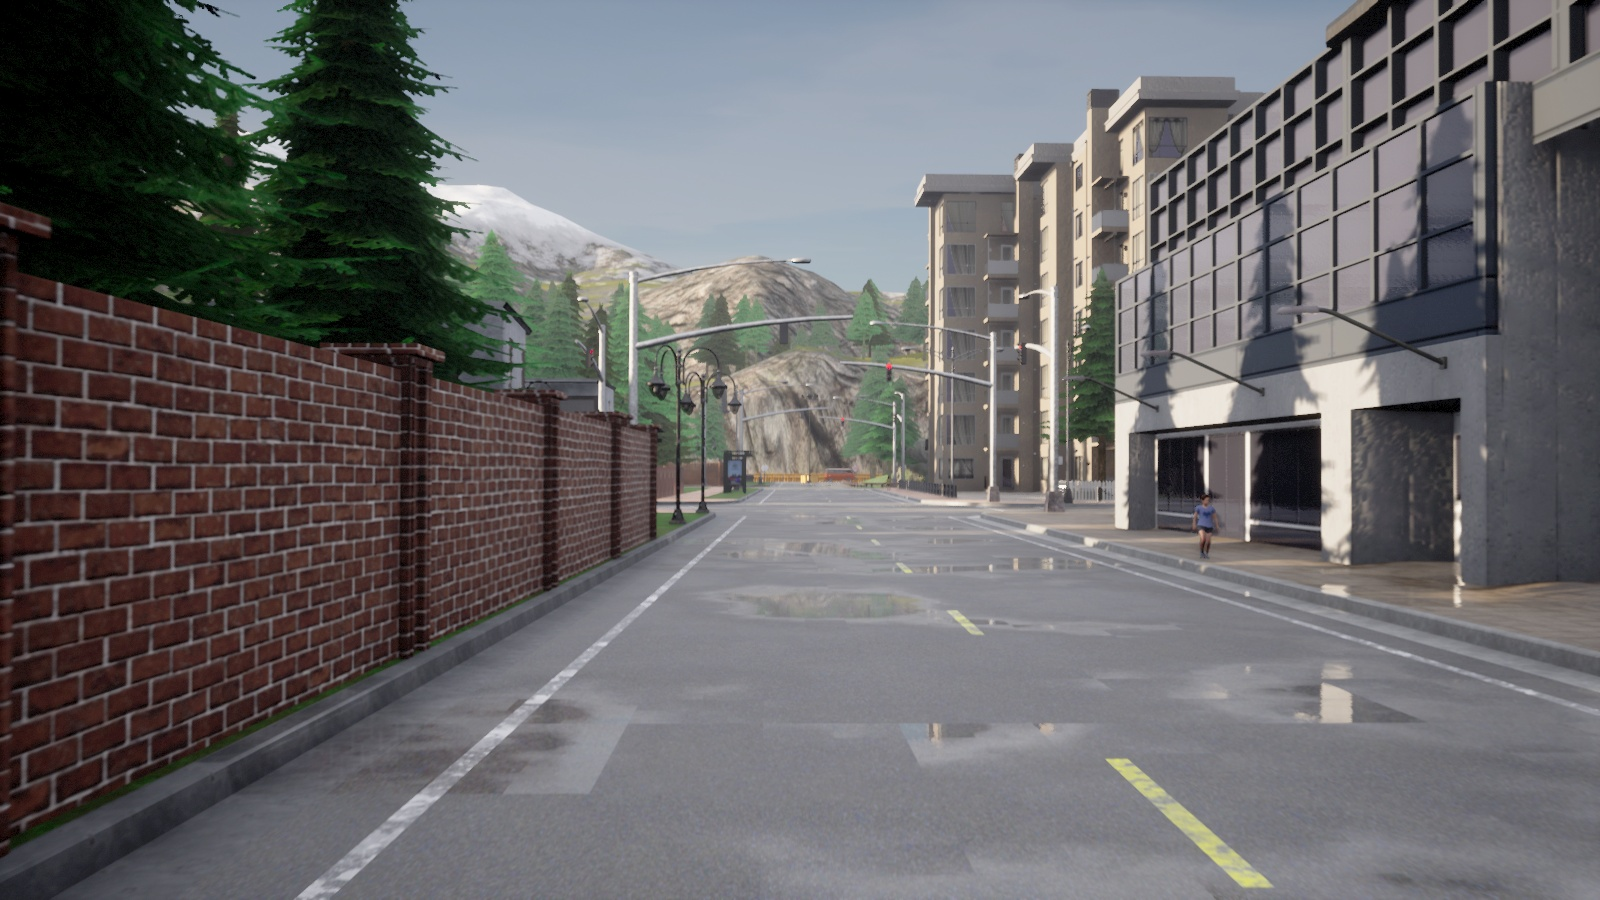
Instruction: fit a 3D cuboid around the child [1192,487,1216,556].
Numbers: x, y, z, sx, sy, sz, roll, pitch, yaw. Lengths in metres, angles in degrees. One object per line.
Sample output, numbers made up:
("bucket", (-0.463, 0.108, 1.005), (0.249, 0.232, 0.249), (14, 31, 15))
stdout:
("child", (6.608, 1.170, 20.546), (0.255, 1.110, 0.394), (0, -1, -3))
